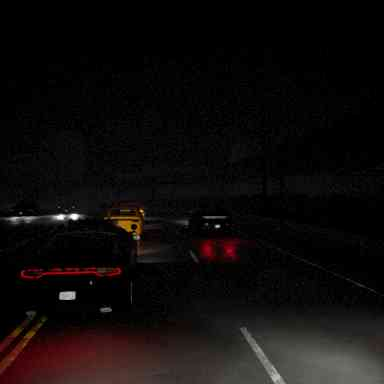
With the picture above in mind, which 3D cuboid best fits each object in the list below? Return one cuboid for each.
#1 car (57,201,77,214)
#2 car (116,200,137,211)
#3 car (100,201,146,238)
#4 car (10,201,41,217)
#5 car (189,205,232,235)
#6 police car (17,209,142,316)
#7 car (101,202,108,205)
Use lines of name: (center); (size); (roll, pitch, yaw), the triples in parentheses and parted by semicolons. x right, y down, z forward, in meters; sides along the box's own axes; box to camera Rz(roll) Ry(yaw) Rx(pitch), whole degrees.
car: (-13.774, 1.701, 36.790); (1.895, 1.301, 4.718); (0, -1, -18)
car: (-8.849, 1.822, 44.564); (1.994, 1.385, 4.181); (0, -2, -22)
car: (-3.517, 1.486, 17.618); (1.882, 1.535, 5.008); (0, 0, -7)
car: (-16.110, 1.586, 32.495); (2.033, 1.411, 5.357); (0, -1, -15)
car: (0.951, 1.499, 19.155); (2.128, 1.511, 4.902); (0, 0, -8)
police car: (-2.283, 1.429, 7.802); (1.930, 1.638, 5.238); (0, 0, -7)
car: (-14.269, 2.312, 56.703); (1.895, 1.301, 4.718); (1, -3, -28)
